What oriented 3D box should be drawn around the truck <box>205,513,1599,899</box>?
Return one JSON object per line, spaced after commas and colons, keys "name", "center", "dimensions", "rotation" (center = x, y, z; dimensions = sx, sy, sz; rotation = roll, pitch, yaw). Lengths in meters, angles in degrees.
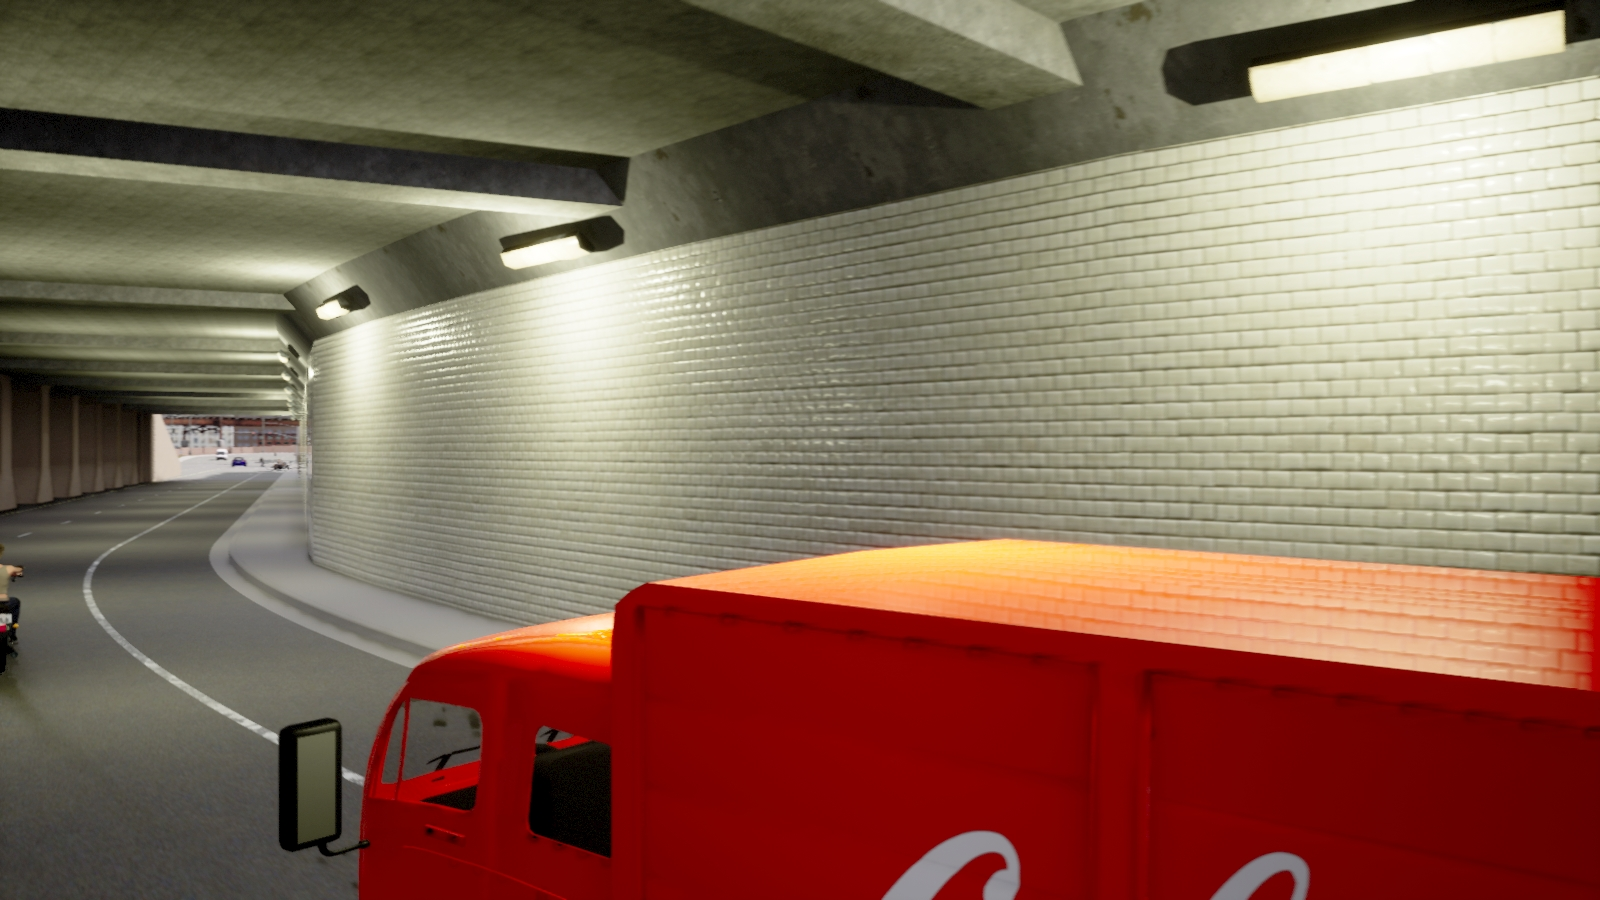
{"name": "truck", "center": [0.754, 1.570, 3.392], "dimensions": [5.204, 2.467, 2.627], "rotation": [0, 0, 39]}
